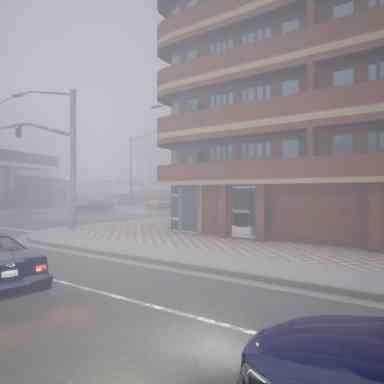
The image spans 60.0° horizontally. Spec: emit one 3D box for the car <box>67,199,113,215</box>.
[{"bbox_3d":[-10.318,1.490,33.968,1.882,1.535,5.008,0,0,34],"label":"car"}]

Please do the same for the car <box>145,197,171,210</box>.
[{"bbox_3d":[-4.015,1.388,43.216,2.097,1.767,4.553,0,0,34],"label":"car"}]

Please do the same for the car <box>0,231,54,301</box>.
[{"bbox_3d":[-5.305,1.545,7.672,5.357,1.411,2.033,0,0,38],"label":"car"}]

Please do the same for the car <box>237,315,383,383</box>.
[{"bbox_3d":[2.548,1.536,2.176,4.674,1.442,1.812,0,0,35],"label":"car"}]
